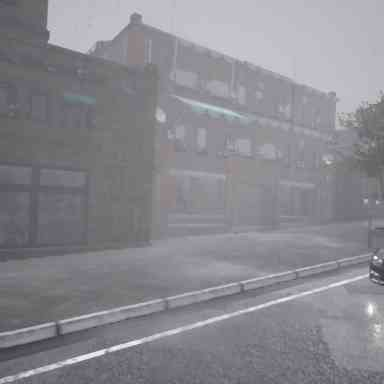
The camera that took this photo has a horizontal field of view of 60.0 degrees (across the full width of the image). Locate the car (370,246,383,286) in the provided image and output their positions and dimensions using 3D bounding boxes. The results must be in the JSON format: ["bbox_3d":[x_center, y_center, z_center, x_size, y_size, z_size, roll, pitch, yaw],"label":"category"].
[{"bbox_3d":[6.256,1.487,8.172,4.902,1.511,2.128,0,0,-36],"label":"car"}]
